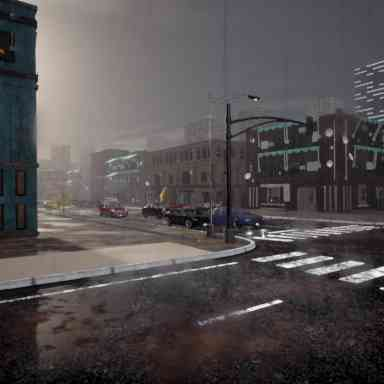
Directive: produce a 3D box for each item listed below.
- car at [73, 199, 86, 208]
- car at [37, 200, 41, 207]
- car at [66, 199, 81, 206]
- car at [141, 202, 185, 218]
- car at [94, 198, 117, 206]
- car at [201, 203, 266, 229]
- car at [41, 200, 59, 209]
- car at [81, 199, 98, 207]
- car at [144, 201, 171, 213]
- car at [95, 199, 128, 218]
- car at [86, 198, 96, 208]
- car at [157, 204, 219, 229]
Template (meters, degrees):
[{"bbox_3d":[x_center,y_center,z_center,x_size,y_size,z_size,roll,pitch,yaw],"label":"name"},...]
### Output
[{"bbox_3d":[-20.457,2.192,62.280,1.812,1.442,4.674,-1,0,-35],"label":"car"},{"bbox_3d":[-30.756,2.376,66.768,2.008,1.369,4.403,-1,0,-35],"label":"car"},{"bbox_3d":[-27.129,2.364,76.135,1.947,1.339,4.313,-1,0,-35],"label":"car"},{"bbox_3d":[-3.198,1.812,32.451,2.128,1.511,4.902,-1,0,-35],"label":"car"},{"bbox_3d":[-10.363,1.953,42.565,2.128,1.511,4.902,-1,0,-35],"label":"car"},{"bbox_3d":[2.782,1.750,23.990,2.033,1.411,5.357,-1,0,-34],"label":"car"},{"bbox_3d":[-24.248,2.233,57.603,1.752,1.417,4.829,-1,0,-35],"label":"car"},{"bbox_3d":[-20.719,2.228,67.108,1.887,1.381,4.507,-1,0,-35],"label":"car"},{"bbox_3d":[-4.693,1.966,44.544,1.802,1.307,4.206,-2,0,-35],"label":"car"},{"bbox_3d":[-8.324,1.847,35.177,1.967,1.590,4.097,-1,0,-35],"label":"car"},{"bbox_3d":[-17.520,1.940,62.595,2.192,1.841,5.009,-1,0,-35],"label":"car"},{"bbox_3d":[-0.385,1.815,23.793,1.947,1.339,4.313,-1,0,-35],"label":"car"}]
